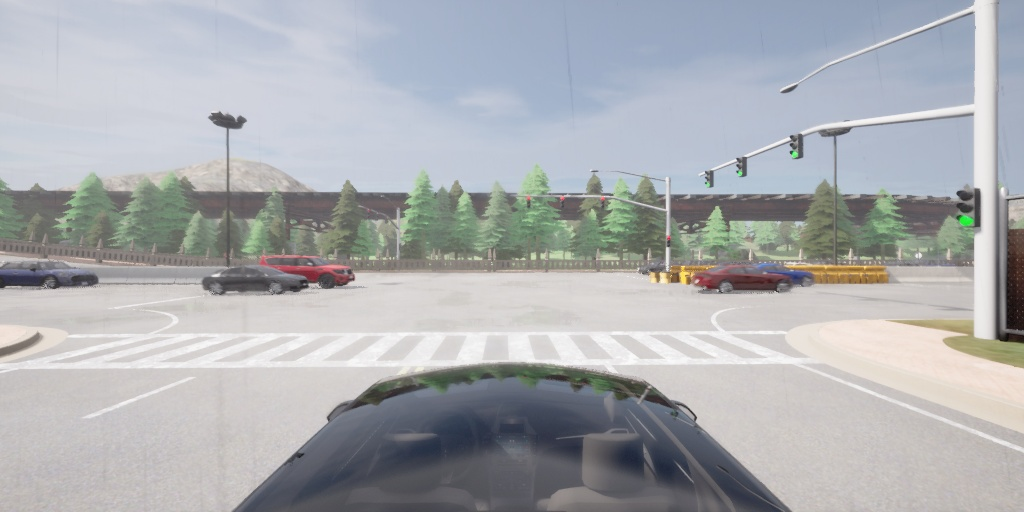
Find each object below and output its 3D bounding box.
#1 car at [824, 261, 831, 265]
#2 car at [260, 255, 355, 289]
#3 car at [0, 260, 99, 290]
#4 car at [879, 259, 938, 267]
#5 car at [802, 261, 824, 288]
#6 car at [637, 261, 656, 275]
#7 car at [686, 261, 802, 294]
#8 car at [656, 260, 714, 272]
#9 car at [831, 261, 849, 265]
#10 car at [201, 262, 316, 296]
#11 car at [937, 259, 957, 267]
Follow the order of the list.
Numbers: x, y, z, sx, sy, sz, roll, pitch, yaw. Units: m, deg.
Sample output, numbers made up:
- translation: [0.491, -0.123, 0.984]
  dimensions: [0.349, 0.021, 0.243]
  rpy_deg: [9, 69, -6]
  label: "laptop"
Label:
- translation: [24.013, 1.276, 30.701]
  dimensions: [4.674, 1.442, 1.812]
  rpy_deg: [0, 0, -2]
  label: "car"
- translation: [-12.848, 0.972, 22.369]
  dimensions: [5.566, 2.045, 2.150]
  rpy_deg: [0, 0, -2]
  label: "car"
- translation: [-28.399, 1.082, 21.892]
  dimensions: [4.553, 1.767, 2.097]
  rpy_deg: [1, 0, -2]
  label: "car"
- translation: [33.219, 1.255, 31.001]
  dimensions: [4.892, 1.490, 1.837]
  rpy_deg: [0, 0, -2]
  label: "car"
- translation: [16.805, 1.227, 23.292]
  dimensions: [5.008, 1.535, 1.882]
  rpy_deg: [0, 0, -2]
  label: "car"
- translation: [15.576, 1.241, 37.460]
  dimensions: [4.902, 1.511, 2.128]
  rpy_deg: [0, 0, -2]
  label: "car"
- translation: [12.555, 1.227, 19.657]
  dimensions: [5.008, 1.535, 1.882]
  rpy_deg: [0, 0, -2]
  label: "car"
- translation: [15.184, 1.102, 30.445]
  dimensions: [4.553, 1.767, 2.097]
  rpy_deg: [0, 0, -2]
  label: "car"
- translation: [30.016, 1.241, 34.404]
  dimensions: [4.902, 1.511, 2.128]
  rpy_deg: [0, 0, -2]
  label: "car"
- translation: [-13.382, 1.256, 18.851]
  dimensions: [4.892, 1.490, 1.837]
  rpy_deg: [0, 0, -2]
  label: "car"
- translation: [39.984, 1.102, 34.699]
  dimensions: [4.553, 1.767, 2.097]
  rpy_deg: [0, 0, -2]
  label: "car"
